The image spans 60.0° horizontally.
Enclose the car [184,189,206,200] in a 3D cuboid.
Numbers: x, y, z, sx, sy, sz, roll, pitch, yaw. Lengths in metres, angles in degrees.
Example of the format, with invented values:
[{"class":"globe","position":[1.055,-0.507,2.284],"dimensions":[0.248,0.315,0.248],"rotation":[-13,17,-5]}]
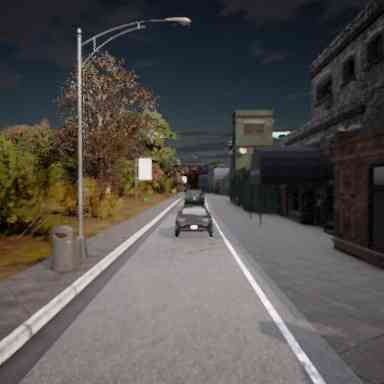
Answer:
[{"class":"car","position":[0.323,0.675,35.914],"dimensions":[2.150,2.045,5.566],"rotation":[0,2,1]}]

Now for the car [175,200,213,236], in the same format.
[{"class":"car","position":[0.109,1.368,17.055],"dimensions":[1.812,1.442,4.674],"rotation":[0,1,0]}]
